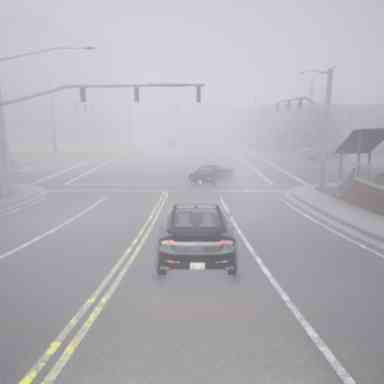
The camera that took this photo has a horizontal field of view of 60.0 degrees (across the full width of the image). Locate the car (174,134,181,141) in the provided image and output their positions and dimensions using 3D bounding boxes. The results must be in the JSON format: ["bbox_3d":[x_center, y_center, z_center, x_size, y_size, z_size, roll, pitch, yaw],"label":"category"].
[{"bbox_3d":[-3.446,-10.504,67.095,1.994,1.385,4.181,0,12,0],"label":"car"}]

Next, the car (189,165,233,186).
[{"bbox_3d":[1.630,-1.442,25.843,1.895,1.301,4.718,6,14,26],"label":"car"}]

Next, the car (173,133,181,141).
[{"bbox_3d":[-3.439,-12.719,76.926,1.837,1.490,4.892,0,12,0],"label":"car"}]

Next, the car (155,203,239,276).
[{"bbox_3d":[0.107,1.046,8.993,2.128,1.511,4.902,0,5,0],"label":"car"}]

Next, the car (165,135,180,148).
[{"bbox_3d":[-3.524,-8.415,57.267,1.837,1.490,4.892,0,12,0],"label":"car"}]

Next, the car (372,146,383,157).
[{"bbox_3d":[26.329,-5.537,42.754,5.566,2.045,2.150,0,12,0],"label":"car"}]

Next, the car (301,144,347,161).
[{"bbox_3d":[15.833,-4.669,39.405,4.553,1.767,2.097,0,12,0],"label":"car"}]

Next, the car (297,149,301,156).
[{"bbox_3d":[16.002,-5.416,42.823,4.553,1.767,2.097,0,12,0],"label":"car"}]

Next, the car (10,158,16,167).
[{"bbox_3d":[-19.928,-3.005,32.547,4.892,1.490,1.837,0,12,0],"label":"car"}]
